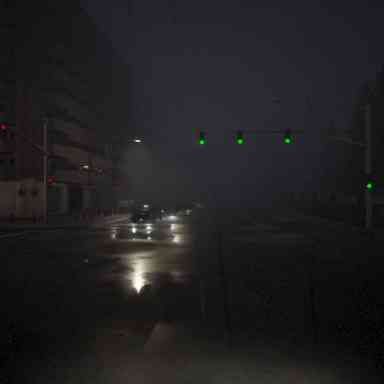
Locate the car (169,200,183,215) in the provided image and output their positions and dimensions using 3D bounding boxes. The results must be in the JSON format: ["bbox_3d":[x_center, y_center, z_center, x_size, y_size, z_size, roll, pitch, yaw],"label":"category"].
[{"bbox_3d":[-2.646,1.950,39.037,1.895,1.301,4.718,0,0,6],"label":"car"}]

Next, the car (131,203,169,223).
[{"bbox_3d":[-3.737,1.813,28.919,2.033,1.411,5.357,0,0,6],"label":"car"}]

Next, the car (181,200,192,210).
[{"bbox_3d":[-1.167,1.940,52.726,1.882,1.535,5.008,0,-1,6],"label":"car"}]
